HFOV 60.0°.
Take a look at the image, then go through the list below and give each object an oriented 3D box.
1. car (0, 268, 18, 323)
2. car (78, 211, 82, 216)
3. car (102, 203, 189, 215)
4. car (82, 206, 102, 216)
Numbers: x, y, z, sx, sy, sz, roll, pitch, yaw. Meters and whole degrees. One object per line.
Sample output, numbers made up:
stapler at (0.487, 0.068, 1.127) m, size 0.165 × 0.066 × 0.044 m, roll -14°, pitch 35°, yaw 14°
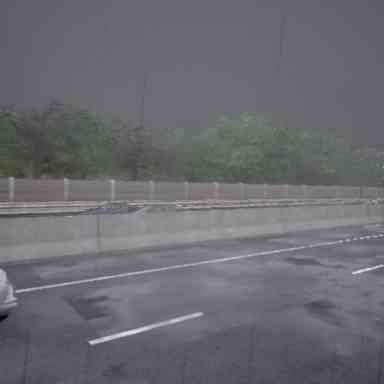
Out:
car at (-5.078, 1.600, 4.544) m, size 4.718 × 1.301 × 1.895 m, roll 0°, pitch 0°, yaw -36°
car at (-5.956, 1.552, 25.535) m, size 5.357 × 1.411 × 2.033 m, roll 0°, pitch 0°, yaw -35°
car at (-2.342, 1.482, 19.513) m, size 5.008 × 1.535 × 1.882 m, roll 0°, pitch 0°, yaw -35°
car at (-4.512, 1.605, 22.266) m, size 4.718 × 1.301 × 1.895 m, roll 0°, pitch 0°, yaw -35°
